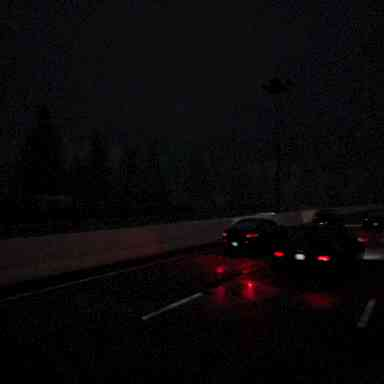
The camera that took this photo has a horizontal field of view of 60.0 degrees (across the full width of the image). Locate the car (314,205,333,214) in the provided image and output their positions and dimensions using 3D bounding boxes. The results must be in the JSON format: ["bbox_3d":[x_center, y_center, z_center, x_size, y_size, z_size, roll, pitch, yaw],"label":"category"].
[{"bbox_3d":[21.921,2.907,55.332,1.994,1.385,4.181,-1,-2,35],"label":"car"}]

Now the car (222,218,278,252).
[{"bbox_3d":[3.042,1.911,15.186,1.812,1.442,4.674,-1,-2,35],"label":"car"}]

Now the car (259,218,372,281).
[{"bbox_3d":[4.298,1.817,10.876,2.033,1.411,5.357,-1,-2,35],"label":"car"}]

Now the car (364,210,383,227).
[{"bbox_3d":[14.402,2.133,25.590,1.812,1.442,4.674,-1,-2,35],"label":"car"}]

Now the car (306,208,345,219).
[{"bbox_3d":[11.131,2.164,27.018,1.837,1.490,4.892,-1,-1,35],"label":"car"}]
